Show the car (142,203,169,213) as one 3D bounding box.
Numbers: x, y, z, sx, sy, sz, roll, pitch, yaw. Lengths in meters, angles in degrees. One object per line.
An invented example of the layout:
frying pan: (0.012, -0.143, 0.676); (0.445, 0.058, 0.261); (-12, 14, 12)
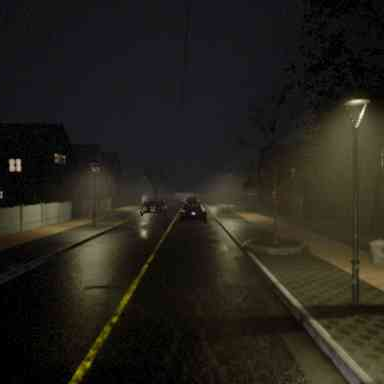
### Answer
car: (-2.743, 1.081, 25.261); (1.994, 1.385, 4.181); (0, 0, 0)

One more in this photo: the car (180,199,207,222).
car: (0.107, 1.477, 25.421); (1.994, 1.385, 4.181); (0, 0, 0)

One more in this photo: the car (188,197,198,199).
car: (0.111, 1.383, 41.774); (1.812, 1.442, 4.674); (0, 0, 0)
